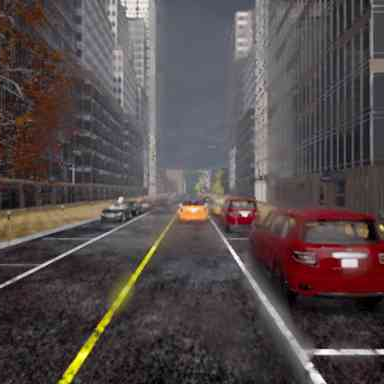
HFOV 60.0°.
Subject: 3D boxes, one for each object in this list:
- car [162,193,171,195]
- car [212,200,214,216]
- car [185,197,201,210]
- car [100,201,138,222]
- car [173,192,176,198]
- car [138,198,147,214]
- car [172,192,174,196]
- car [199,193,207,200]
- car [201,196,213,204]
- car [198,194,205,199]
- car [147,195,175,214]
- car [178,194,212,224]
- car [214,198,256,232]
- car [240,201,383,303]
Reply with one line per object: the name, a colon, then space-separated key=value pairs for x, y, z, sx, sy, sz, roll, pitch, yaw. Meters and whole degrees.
car: x=-5.670 y=1.336 z=65.013 sx=1.887 sy=1.381 sz=4.507 roll=0 pitch=0 yaw=0
car: x=2.702 y=1.435 z=31.015 sx=1.752 sy=1.417 sz=4.829 roll=0 pitch=0 yaw=0
car: x=0.104 y=1.400 z=41.561 sx=1.812 sy=1.442 sz=4.674 roll=0 pitch=0 yaw=0
car: x=-5.680 y=1.479 z=25.168 sx=2.008 sy=1.369 sz=4.403 roll=0 pitch=0 yaw=0
car: x=-5.661 y=1.122 z=93.473 sx=1.967 sy=1.590 sz=4.097 roll=0 pitch=0 yaw=0
car: x=-5.679 y=1.476 z=30.860 sx=1.947 sy=1.339 sz=4.313 roll=0 pitch=0 yaw=0
car: x=-5.667 y=1.331 z=76.398 sx=1.802 sy=1.307 sz=4.206 roll=0 pitch=0 yaw=0
car: x=2.716 y=1.167 z=82.072 sx=1.967 sy=1.590 sz=4.097 roll=0 pitch=0 yaw=0
car: x=2.709 y=1.378 z=59.306 sx=1.947 sy=1.339 sz=4.313 roll=0 pitch=0 yaw=0
car: x=2.719 y=1.264 z=93.457 sx=1.802 sy=1.307 sz=4.206 roll=0 pitch=0 yaw=0
car: x=-3.088 y=1.404 z=34.070 sx=1.837 sy=1.490 sz=4.892 roll=0 pitch=0 yaw=0
car: x=0.108 y=1.282 z=24.495 sx=2.097 sy=1.767 sz=4.553 roll=0 pitch=0 yaw=0
car: x=2.700 y=1.260 z=19.461 sx=2.192 sy=1.841 sz=5.009 roll=0 pitch=0 yaw=0
car: x=2.697 y=1.293 z=8.076 sx=2.192 sy=1.841 sz=5.009 roll=0 pitch=0 yaw=0
